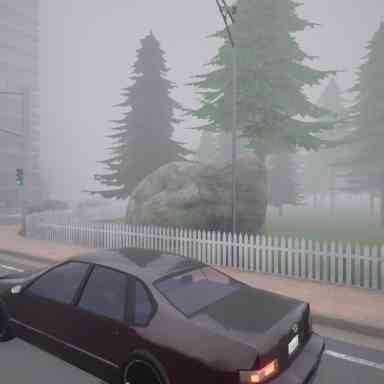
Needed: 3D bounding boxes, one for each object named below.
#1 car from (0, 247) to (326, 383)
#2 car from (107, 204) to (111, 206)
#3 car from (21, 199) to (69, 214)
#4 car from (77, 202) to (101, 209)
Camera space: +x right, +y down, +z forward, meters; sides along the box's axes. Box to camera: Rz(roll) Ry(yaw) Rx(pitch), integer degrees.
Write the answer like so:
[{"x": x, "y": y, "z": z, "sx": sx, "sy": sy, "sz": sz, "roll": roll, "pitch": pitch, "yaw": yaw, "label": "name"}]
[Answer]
[{"x": -1.046, "y": 1.547, "z": 4.736, "sx": 5.357, "sy": 1.411, "sz": 2.033, "roll": 0, "pitch": 0, "yaw": 35, "label": "car"}, {"x": -14.333, "y": 1.296, "z": 54.215, "sx": 2.097, "sy": 1.767, "sz": 4.553, "roll": 0, "pitch": 0, "yaw": -12, "label": "car"}, {"x": -15.252, "y": 1.492, "z": 34.937, "sx": 2.033, "sy": 1.411, "sz": 5.357, "roll": 0, "pitch": 0, "yaw": 17, "label": "car"}, {"x": -13.586, "y": 1.545, "z": 44.429, "sx": 1.895, "sy": 1.301, "sz": 4.718, "roll": 0, "pitch": 0, "yaw": 3, "label": "car"}]
